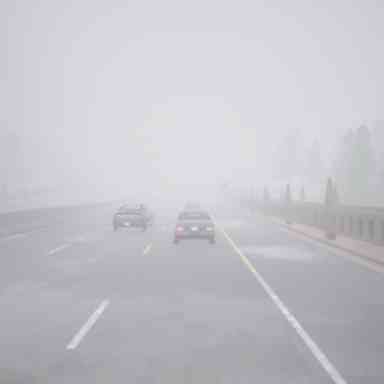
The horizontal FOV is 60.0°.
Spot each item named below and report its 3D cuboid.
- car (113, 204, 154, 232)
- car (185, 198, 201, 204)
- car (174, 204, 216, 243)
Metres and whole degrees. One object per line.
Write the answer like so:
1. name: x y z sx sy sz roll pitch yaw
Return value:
1. car: -3.393 1.465 19.841 2.128 1.511 4.902 0 0 0
2. car: 0.113 1.472 39.512 1.812 1.442 4.674 0 0 0
3. car: 0.106 1.527 15.839 2.033 1.411 5.357 0 0 0
